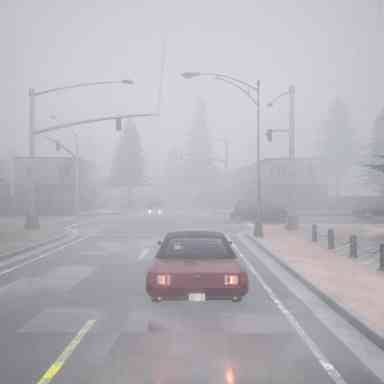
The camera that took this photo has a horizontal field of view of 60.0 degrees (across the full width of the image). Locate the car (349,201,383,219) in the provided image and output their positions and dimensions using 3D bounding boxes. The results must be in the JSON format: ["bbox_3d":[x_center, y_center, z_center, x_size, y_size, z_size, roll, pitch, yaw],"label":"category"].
[{"bbox_3d":[15.775,1.476,27.844,4.902,1.511,2.128,0,0,2],"label":"car"}]

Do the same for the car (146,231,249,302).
[{"bbox_3d":[0.075,1.601,8.187,1.895,1.301,4.718,0,0,-1],"label":"car"}]

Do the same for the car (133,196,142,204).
[{"bbox_3d":[-9.568,1.443,61.890,1.882,1.535,5.008,0,0,-23],"label":"car"}]

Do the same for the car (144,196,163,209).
[{"bbox_3d":[-4.818,1.529,43.404,1.994,1.385,4.181,0,0,-6],"label":"car"}]

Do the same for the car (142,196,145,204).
[{"bbox_3d":[-6.319,1.470,52.153,1.837,1.490,4.892,0,0,-15],"label":"car"}]

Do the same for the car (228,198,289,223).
[{"bbox_3d":[4.993,1.337,24.468,4.553,1.767,2.097,0,0,2],"label":"car"}]
